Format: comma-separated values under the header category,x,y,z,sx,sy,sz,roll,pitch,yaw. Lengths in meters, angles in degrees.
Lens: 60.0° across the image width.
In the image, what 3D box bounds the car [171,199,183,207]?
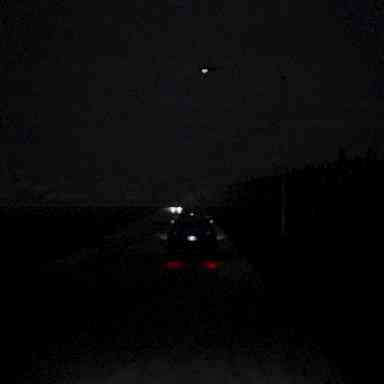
category,x,y,z,sx,sy,sz,roll,pitch,yaw
car,-2.756,1.999,60.453,2.128,1.511,4.902,0,-1,0

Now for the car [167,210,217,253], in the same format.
category,x,y,z,sx,sy,sz,roll,pitch,yaw
car,0.004,1.692,14.284,1.994,1.385,4.181,0,0,0

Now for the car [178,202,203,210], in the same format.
category,x,y,z,sx,sy,sz,roll,pitch,yaw
car,0.004,1.815,29.297,1.994,1.385,4.181,0,0,0
